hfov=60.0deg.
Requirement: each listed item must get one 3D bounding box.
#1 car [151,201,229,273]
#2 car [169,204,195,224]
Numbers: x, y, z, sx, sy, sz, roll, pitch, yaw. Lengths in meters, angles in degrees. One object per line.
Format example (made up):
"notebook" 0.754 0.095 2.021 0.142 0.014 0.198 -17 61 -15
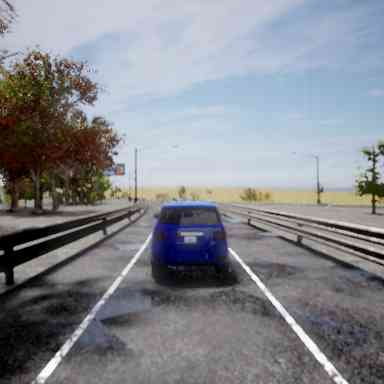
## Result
"car" -0.119 1.314 11.129 2.150 2.045 5.566 0 0 -2
"car" -0.949 1.787 28.736 2.033 1.411 5.357 0 0 -4
